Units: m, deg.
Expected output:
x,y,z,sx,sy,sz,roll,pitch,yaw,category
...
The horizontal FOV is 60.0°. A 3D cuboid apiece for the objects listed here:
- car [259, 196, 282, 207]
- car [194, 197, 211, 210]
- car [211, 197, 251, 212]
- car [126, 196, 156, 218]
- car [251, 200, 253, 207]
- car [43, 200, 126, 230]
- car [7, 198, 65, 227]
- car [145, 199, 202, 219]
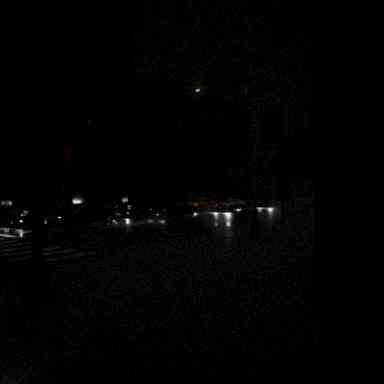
x,y,z,sx,sy,sz,roll,pitch,yaw,category
10.877,1.319,45.816,1.837,1.490,4.892,0,0,35,car
0.905,1.353,37.431,1.882,1.535,5.008,0,0,36,car
4.358,1.388,36.681,1.812,1.442,4.674,0,0,35,car
-4.732,1.268,29.478,2.097,1.767,4.553,0,0,35,car
6.710,1.396,45.587,1.994,1.385,4.181,0,0,35,car
-6.885,1.437,20.815,2.128,1.511,4.902,0,0,35,car
-9.814,1.305,22.299,2.097,1.767,4.553,0,0,35,car
-1.502,1.507,28.417,1.895,1.301,4.718,0,0,35,car
